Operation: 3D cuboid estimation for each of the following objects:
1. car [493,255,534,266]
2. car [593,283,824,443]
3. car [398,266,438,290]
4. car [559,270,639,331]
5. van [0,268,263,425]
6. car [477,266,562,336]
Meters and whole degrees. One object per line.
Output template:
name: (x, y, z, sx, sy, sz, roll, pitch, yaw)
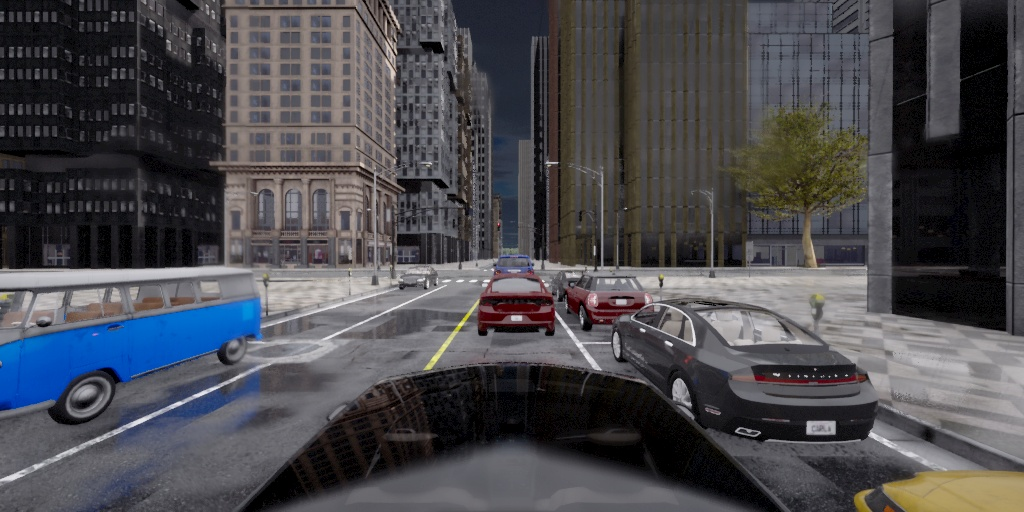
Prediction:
car: (0.105, 0.967, 20.301, 2.150, 2.045, 5.566, 0, 0, 0)
car: (2.769, 1.300, 5.390, 2.007, 1.370, 4.403, 0, 0, 0)
car: (-5.730, 1.295, 22.325, 2.007, 1.370, 4.403, 0, 0, 0)
car: (2.778, 1.188, 11.031, 1.967, 1.591, 4.097, 0, 0, 0)
van: (-5.756, 1.090, 5.402, 1.690, 1.789, 3.998, 0, 0, 0)
car: (0.107, 1.226, 10.417, 1.882, 1.535, 5.008, 0, 0, 0)
